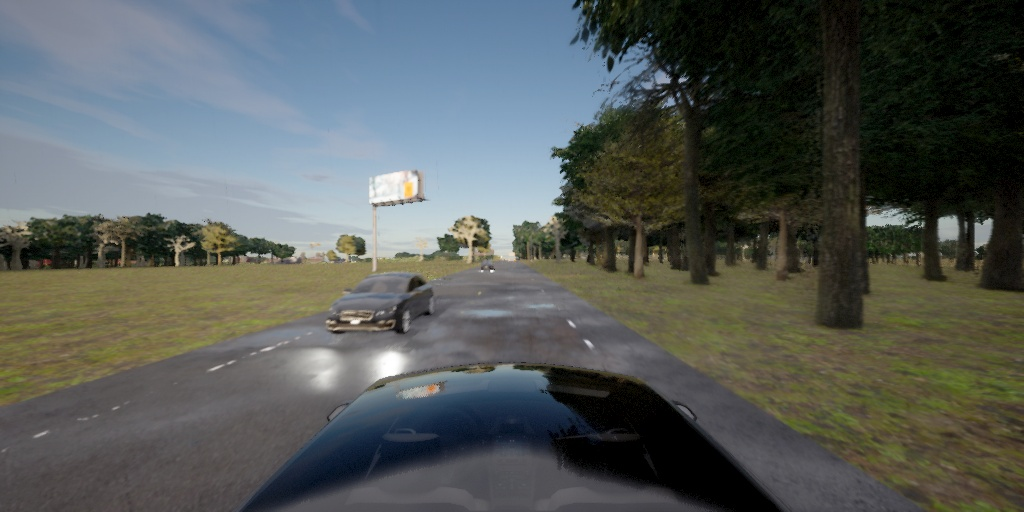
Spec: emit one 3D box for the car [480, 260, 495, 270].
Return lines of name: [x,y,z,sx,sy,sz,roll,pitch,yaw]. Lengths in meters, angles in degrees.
car: [-3.538,1.276,51.802,1.837,1.490,4.892,0,0,1]

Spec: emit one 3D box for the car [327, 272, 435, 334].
car: [-3.589,1.260,10.663,1.837,1.490,4.892,0,0,0]
